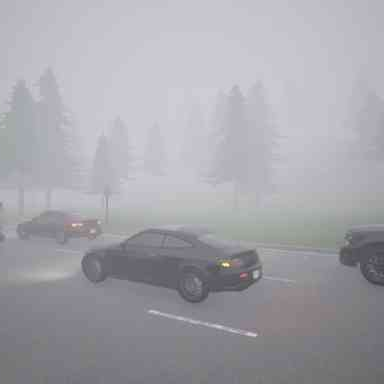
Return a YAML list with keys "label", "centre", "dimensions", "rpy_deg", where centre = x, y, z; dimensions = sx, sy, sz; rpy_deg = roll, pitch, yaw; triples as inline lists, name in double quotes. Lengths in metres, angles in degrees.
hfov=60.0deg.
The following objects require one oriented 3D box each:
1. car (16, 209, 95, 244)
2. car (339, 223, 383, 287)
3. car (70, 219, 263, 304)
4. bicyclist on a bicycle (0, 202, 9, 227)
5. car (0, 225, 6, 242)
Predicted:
- label: "car"
  centre: [-6.247, 1.526, 15.612]
  dimensions: [4.674, 1.442, 1.812]
  rpy_deg: [0, 0, 32]
- label: "car"
  centre: [6.513, 1.223, 7.752]
  dimensions: [5.566, 2.045, 2.150]
  rpy_deg: [0, 0, 34]
- label: "car"
  centre: [-0.624, 1.526, 8.075]
  dimensions: [4.674, 1.442, 1.812]
  rpy_deg: [0, 0, 32]
- label: "bicyclist on a bicycle"
  centre: [-12.193, 1.455, 21.113]
  dimensions: [0.582, 1.620, 1.656]
  rpy_deg: [0, -2, 7]
- label: "car"
  centre: [-9.930, 1.548, 13.724]
  dimensions: [5.357, 1.411, 2.033]
  rpy_deg: [0, 0, 32]
